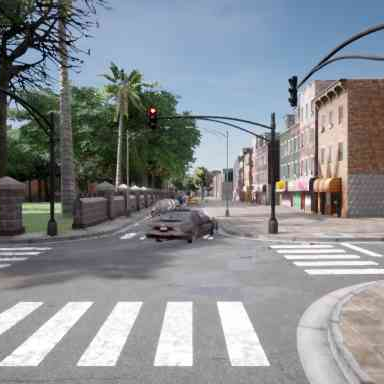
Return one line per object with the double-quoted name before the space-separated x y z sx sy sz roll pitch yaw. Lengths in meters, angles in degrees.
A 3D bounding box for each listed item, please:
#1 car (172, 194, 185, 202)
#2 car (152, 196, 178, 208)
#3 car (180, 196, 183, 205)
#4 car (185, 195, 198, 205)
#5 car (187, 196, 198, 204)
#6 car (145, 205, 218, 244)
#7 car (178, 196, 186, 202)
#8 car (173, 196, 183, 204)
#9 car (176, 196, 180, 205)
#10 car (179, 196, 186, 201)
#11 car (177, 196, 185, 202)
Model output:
"car" -2.949 1.402 64.262 2.150 2.045 5.566 0 0 0
"car" -2.627 1.481 30.626 1.967 1.590 4.097 0 0 0
"car" -2.619 1.679 47.692 1.802 1.307 4.206 0 0 0
"car" 0.130 1.627 59.511 1.882 1.535 5.008 0 0 0
"car" 0.128 1.690 68.865 2.128 1.511 4.902 0 0 0
"car" -0.292 1.555 15.923 2.033 1.411 5.357 0 0 21
"car" -2.601 1.861 87.512 2.008 1.369 4.403 -1 0 0
"car" -2.985 1.715 71.231 1.837 1.490 4.892 0 0 0
"car" -2.623 1.498 36.314 1.967 1.590 4.097 0 0 0
"car" -2.598 1.914 93.200 1.947 1.339 4.313 -1 0 0
"car" -2.603 1.818 81.823 1.887 1.381 4.507 0 0 0
